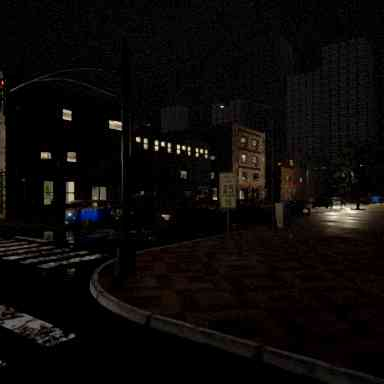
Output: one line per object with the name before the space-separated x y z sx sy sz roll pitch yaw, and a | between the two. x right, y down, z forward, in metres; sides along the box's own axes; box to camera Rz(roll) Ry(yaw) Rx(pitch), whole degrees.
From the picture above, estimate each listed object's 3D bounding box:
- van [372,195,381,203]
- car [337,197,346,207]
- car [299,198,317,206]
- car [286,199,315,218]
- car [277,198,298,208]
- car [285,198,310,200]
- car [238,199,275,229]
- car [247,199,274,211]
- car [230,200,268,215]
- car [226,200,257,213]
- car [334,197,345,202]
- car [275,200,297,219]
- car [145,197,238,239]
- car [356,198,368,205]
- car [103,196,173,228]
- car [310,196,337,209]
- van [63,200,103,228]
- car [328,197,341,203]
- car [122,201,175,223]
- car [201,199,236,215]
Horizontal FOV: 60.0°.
van | 44.871 1.694 80.877 1.690 1.788 3.998 -1 -1 35
car | 25.392 1.829 57.840 1.895 1.301 4.718 0 0 36
car | 22.070 1.816 63.174 2.008 1.369 4.403 -1 -1 35
car | 9.756 1.657 31.284 1.947 1.339 4.313 -1 -1 35
car | 15.586 1.742 54.018 1.752 1.417 4.829 -1 -1 35
car | 15.350 1.397 49.027 1.895 1.301 4.718 0 0 35
car | 3.370 1.368 22.269 2.192 1.841 5.009 -1 -1 35
car | 9.300 1.723 45.141 2.008 1.369 4.403 -1 -1 35
car | 6.386 1.674 36.531 2.033 1.411 5.357 0 0 35
car | 6.107 1.701 40.632 2.008 1.369 4.403 -1 -1 35
car | 38.031 1.936 85.715 1.887 1.381 4.507 -1 -1 35
car | 6.564 1.616 26.776 1.887 1.381 4.507 -1 -1 35
car | 0.177 1.350 17.761 2.192 1.841 5.009 -1 -1 35
car | 32.103 1.801 62.841 2.008 1.369 4.403 -1 -1 35
car | -3.110 1.292 23.128 2.150 2.045 5.566 0 -1 35
car | 19.522 1.537 49.550 2.097 1.767 4.553 0 0 35
van | -6.663 1.414 22.601 1.690 1.788 3.998 -1 0 35
car | 34.839 1.915 81.207 2.008 1.369 4.403 -1 -1 35
car | -3.470 1.531 27.109 1.967 1.590 4.097 -1 -1 35
car | 2.915 1.570 36.126 1.967 1.590 4.097 -1 -1 35
